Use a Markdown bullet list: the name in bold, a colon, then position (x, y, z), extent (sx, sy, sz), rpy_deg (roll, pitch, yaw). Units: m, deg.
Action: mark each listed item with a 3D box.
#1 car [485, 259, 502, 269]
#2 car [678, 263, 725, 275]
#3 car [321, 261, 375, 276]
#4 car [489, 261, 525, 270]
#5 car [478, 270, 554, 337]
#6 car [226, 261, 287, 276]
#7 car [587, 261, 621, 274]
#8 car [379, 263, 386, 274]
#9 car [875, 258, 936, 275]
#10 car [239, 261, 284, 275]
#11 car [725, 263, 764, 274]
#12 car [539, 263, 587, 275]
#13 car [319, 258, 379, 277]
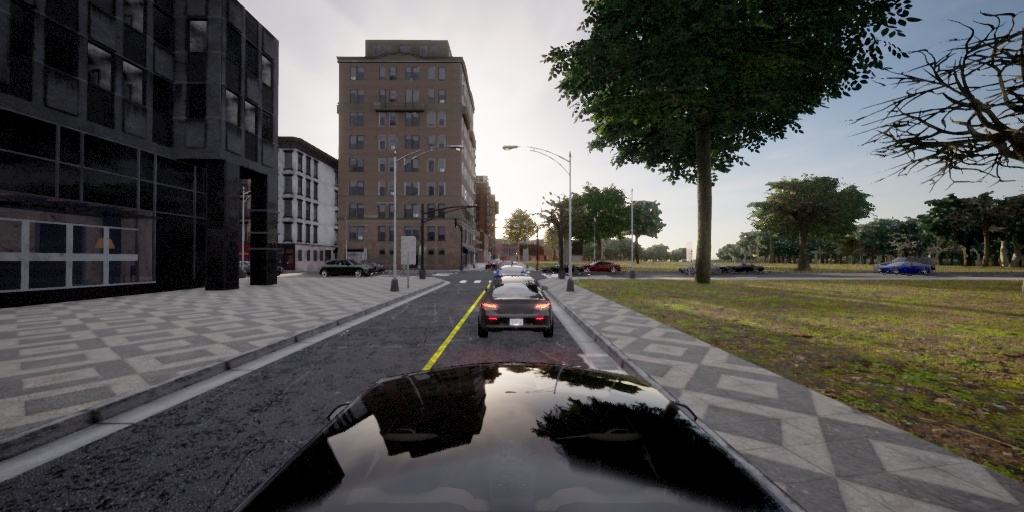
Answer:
- **car**: position (-3.083, 1.429, 56.216), extent (1.895, 1.301, 4.718), rpy_deg (0, 0, 1)
- **car**: position (20.911, 1.389, 40.167), extent (4.181, 1.385, 1.994), rpy_deg (0, -1, 0)
- **car**: position (-16.627, 1.284, 36.540), extent (4.674, 1.442, 1.812), rpy_deg (0, -1, -2)
- **car**: position (-0.014, 1.241, 19.532), extent (1.882, 1.535, 5.008), rpy_deg (0, 0, 0)
- **car**: position (0.076, 1.280, 10.143), extent (1.812, 1.442, 4.674), rpy_deg (0, 0, -1)
- **car**: position (-25.881, 1.267, 36.489), extent (4.892, 1.490, 1.837), rpy_deg (0, -1, 0)
- **car**: position (10.559, 1.329, 43.392), extent (5.008, 1.535, 1.882), rpy_deg (0, -1, 0)
- **car**: position (-16.674, 1.301, 39.983), extent (4.892, 1.490, 1.837), rpy_deg (0, -1, 0)
- **car**: position (43.742, 1.338, 40.222), extent (5.008, 1.535, 1.882), rpy_deg (0, -1, 0)
- **car**: position (-24.382, 1.217, 33.247), extent (4.902, 1.511, 2.128), rpy_deg (0, -1, 0)
- **car**: position (27.600, 1.469, 43.446), extent (4.718, 1.301, 1.895), rpy_deg (0, -1, 0)
- **car**: position (5.431, 1.400, 39.552), extent (4.718, 1.301, 1.895), rpy_deg (0, 0, -9)
- **car**: position (-15.245, 1.074, 33.292), extent (4.553, 1.767, 2.097), rpy_deg (0, -1, 0)
